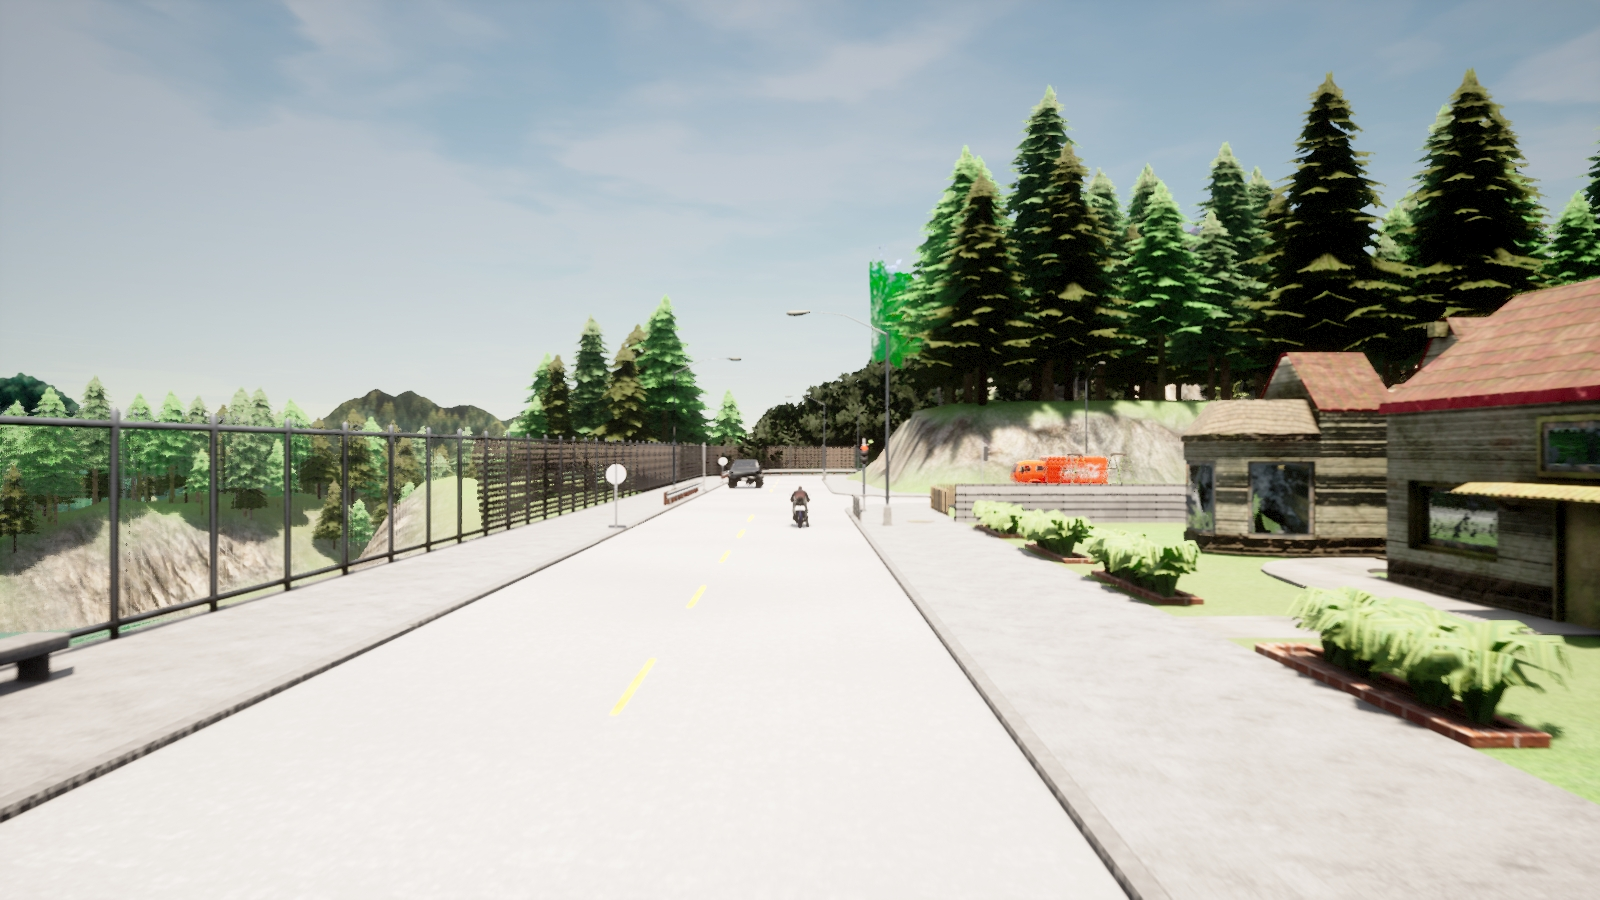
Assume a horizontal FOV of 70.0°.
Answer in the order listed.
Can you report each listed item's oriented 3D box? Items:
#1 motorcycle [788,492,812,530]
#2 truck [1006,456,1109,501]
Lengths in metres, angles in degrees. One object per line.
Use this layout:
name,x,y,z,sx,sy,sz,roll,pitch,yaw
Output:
motorcycle,0.005,2.205,41.762,0.867,1.251,2.209,0,0,0
truck,14.596,1.574,65.008,5.204,2.467,2.627,0,0,0
